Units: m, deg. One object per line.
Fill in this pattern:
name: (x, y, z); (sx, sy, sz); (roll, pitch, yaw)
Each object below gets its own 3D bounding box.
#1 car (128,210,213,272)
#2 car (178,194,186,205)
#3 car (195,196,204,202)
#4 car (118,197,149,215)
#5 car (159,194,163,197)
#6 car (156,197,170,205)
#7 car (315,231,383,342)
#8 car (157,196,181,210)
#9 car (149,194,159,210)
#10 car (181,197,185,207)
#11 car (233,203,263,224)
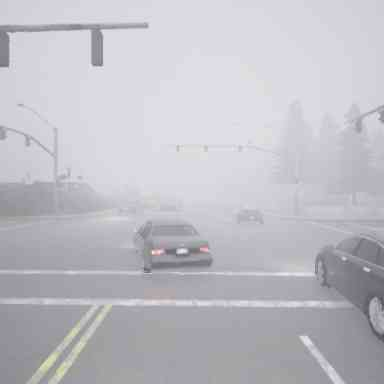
car: (-0.854, 1.566, 10.949); (2.033, 1.411, 5.357); (0, 0, -14)
car: (-2.119, 1.623, 59.171); (1.812, 1.442, 4.674); (0, 0, 1)
car: (1.770, 1.677, 76.600); (1.994, 1.385, 4.181); (0, 0, 1)
car: (-6.342, 1.549, 34.801); (2.128, 1.511, 4.902); (0, 0, 4)
car: (-5.784, 1.310, 53.642); (2.150, 2.045, 5.566); (0, 0, 2)
car: (-5.508, 1.653, 64.180); (2.033, 1.411, 5.357); (0, 0, 1)
car: (3.849, 1.515, 6.404); (1.837, 1.490, 4.892); (0, 0, 5)
car: (-2.648, 1.591, 39.753); (1.812, 1.442, 4.674); (0, 0, 1)
car: (-6.047, 1.425, 44.001); (2.097, 1.767, 4.553); (0, 0, 1)
car: (-2.417, 1.558, 48.976); (1.882, 1.535, 5.008); (0, 0, 2)
car: (4.151, 1.566, 25.002); (1.812, 1.442, 4.674); (0, 0, 2)
